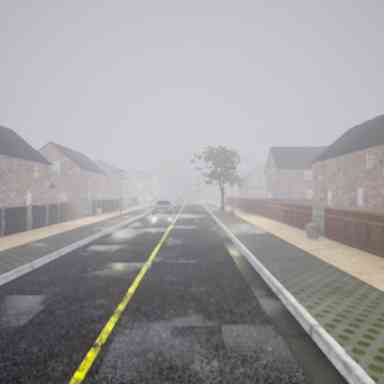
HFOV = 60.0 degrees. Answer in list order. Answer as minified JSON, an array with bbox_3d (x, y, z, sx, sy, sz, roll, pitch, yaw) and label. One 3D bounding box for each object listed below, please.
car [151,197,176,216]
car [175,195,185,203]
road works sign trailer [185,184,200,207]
[{"bbox_3d":[-2.835,1.546,33.133,1.812,1.442,4.674,0,0,0],"label":"car"},{"bbox_3d":[-2.731,1.529,72.921,2.097,1.767,4.553,0,0,0],"label":"car"},{"bbox_3d":[0.014,0.569,53.352,2.380,3.560,2.880,0,0,0],"label":"road works sign trailer"}]
